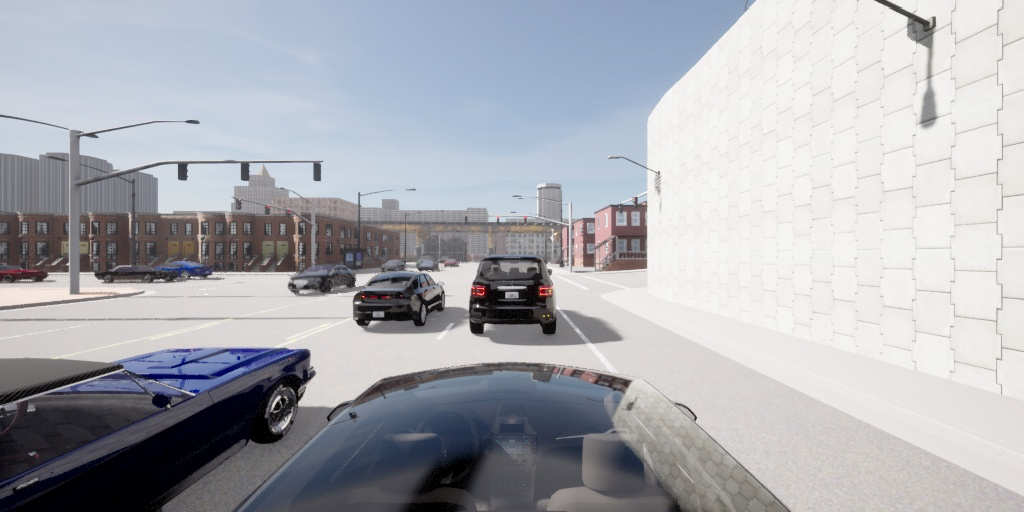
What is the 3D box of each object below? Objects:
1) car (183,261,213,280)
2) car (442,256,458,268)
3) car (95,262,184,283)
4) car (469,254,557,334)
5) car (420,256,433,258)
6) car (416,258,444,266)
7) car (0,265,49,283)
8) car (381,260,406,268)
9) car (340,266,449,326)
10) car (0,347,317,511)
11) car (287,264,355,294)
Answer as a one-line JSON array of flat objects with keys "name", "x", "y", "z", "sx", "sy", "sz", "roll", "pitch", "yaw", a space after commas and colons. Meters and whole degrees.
[{"name": "car", "x": -28.490, "y": 1.227, "z": 30.652, "sx": 5.008, "sy": 1.535, "sz": 1.882, "roll": 0, "pitch": 0, "yaw": 1}, {"name": "car", "x": -10.581, "y": 1.227, "z": 62.499, "sx": 1.882, "sy": 1.535, "sz": 5.008, "roll": 0, "pitch": 0, "yaw": 0}, {"name": "car", "x": -28.178, "y": 1.351, "z": 27.081, "sx": 4.718, "sy": 1.301, "sz": 1.895, "roll": 0, "pitch": 0, "yaw": 0}, {"name": "car", "x": 0.062, "y": 0.971, "z": 10.734, "sx": 2.150, "sy": 2.045, "sz": 5.566, "roll": 0, "pitch": 0, "yaw": 1}, {"name": "car", "x": -14.110, "y": 0.967, "z": 58.760, "sx": 2.150, "sy": 2.045, "sz": 5.566, "roll": 0, "pitch": 1, "yaw": -2}, {"name": "car", "x": -10.607, "y": 1.297, "z": 45.982, "sx": 2.033, "sy": 1.411, "sz": 5.357, "roll": 0, "pitch": 0, "yaw": 0}, {"name": "car", "x": -38.295, "y": 1.351, "z": 27.045, "sx": 4.718, "sy": 1.301, "sz": 1.895, "roll": 0, "pitch": 0, "yaw": 0}, {"name": "car", "x": -14.162, "y": 1.255, "z": 43.040, "sx": 1.837, "sy": 1.490, "sz": 4.892, "roll": 0, "pitch": 0, "yaw": 1}, {"name": "car", "x": -3.422, "y": 1.255, "z": 11.624, "sx": 1.837, "sy": 1.490, "sz": 4.892, "roll": 0, "pitch": 0, "yaw": 0}, {"name": "car", "x": -3.397, "y": 1.351, "z": 2.370, "sx": 1.895, "sy": 1.301, "sz": 4.718, "roll": 0, "pitch": 0, "yaw": 0}, {"name": "car", "x": -10.604, "y": 1.241, "z": 20.380, "sx": 2.128, "sy": 1.511, "sz": 4.902, "roll": 0, "pitch": 0, "yaw": 0}]
